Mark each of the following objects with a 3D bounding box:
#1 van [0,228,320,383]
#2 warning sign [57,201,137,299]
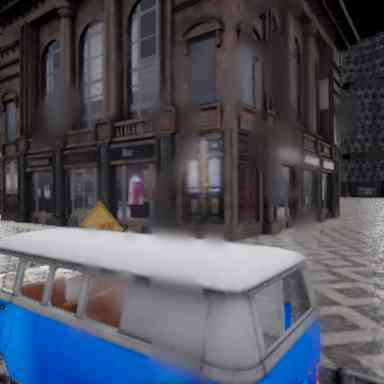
[{"bbox_3d":[-0.748,1.354,3.502,3.998,1.788,1.690,0,0,36],"label":"van"},{"bbox_3d":[-2.044,1.146,7.269,1.060,1.860,1.300,0,0,36],"label":"warning sign"}]
